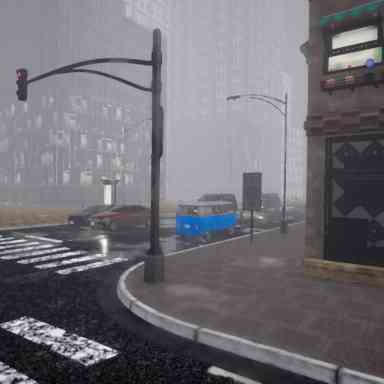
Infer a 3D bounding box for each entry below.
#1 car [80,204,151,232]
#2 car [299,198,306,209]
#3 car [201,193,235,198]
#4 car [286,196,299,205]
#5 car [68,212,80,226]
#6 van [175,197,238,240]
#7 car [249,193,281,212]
[{"bbox_3d":[-4.043,1.466,20.096,1.812,1.442,4.674,1,1,37],"label":"car"},{"bbox_3d":[15.631,1.463,42.417,1.812,1.442,4.674,1,1,36],"label":"car"},{"bbox_3d":[1.903,1.143,28.478,2.150,2.045,5.566,1,1,36],"label":"car"},{"bbox_3d":[16.314,1.364,53.294,1.752,1.417,4.829,1,1,35],"label":"car"},{"bbox_3d":[-5.986,1.467,21.838,1.947,1.339,4.313,1,1,35],"label":"car"},{"bbox_3d":[0.853,1.368,16.989,1.690,1.788,3.998,1,1,35],"label":"van"},{"bbox_3d":[8.091,1.125,37.183,2.150,2.045,5.566,1,1,36],"label":"car"}]
